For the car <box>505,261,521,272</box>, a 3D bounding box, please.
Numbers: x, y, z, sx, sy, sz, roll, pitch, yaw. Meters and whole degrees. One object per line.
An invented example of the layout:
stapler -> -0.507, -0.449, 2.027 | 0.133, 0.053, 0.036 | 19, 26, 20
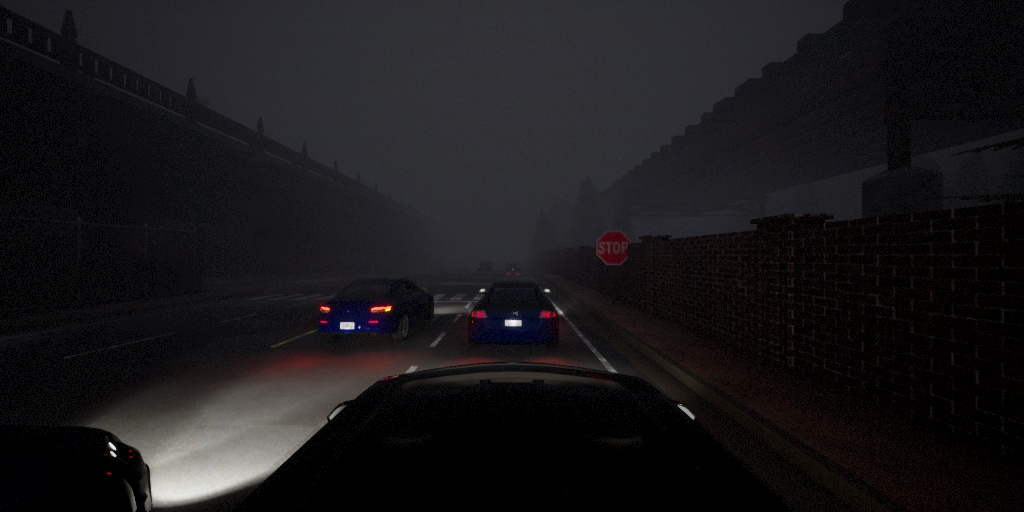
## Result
car -> 0.094, 1.351, 46.016 | 1.895, 1.301, 4.718 | 0, 0, -1

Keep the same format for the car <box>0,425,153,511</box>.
car -> -3.398, 1.314, 0.623 | 1.994, 1.385, 4.181 | 0, 0, 0

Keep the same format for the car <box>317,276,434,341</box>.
car -> -3.413, 1.276, 9.719 | 1.812, 1.442, 4.674 | 0, 0, 0

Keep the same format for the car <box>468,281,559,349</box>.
car -> 0.069, 1.314, 9.197 | 1.994, 1.385, 4.181 | 0, 0, 1

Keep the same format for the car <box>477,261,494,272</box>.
car -> -3.401, 1.297, 45.854 | 2.033, 1.411, 5.357 | 0, 0, -1
